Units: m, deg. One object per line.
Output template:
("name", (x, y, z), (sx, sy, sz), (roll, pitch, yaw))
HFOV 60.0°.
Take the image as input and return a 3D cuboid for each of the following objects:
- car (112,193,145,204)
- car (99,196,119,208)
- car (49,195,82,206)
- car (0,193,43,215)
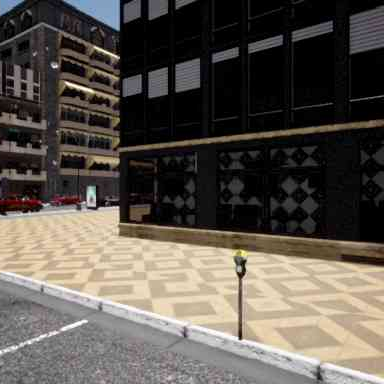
("car", (-9.114, 0.861, 48.054), (1.812, 1.442, 4.674), (0, 1, 35))
("car", (-9.197, 1.071, 37.857), (1.947, 1.339, 4.313), (1, 2, 35))
("car", (-16.091, 1.073, 42.621), (1.802, 1.307, 4.206), (1, 2, 35))
("car", (-15.571, 1.028, 28.771), (2.192, 1.841, 5.009), (1, 2, 35))
